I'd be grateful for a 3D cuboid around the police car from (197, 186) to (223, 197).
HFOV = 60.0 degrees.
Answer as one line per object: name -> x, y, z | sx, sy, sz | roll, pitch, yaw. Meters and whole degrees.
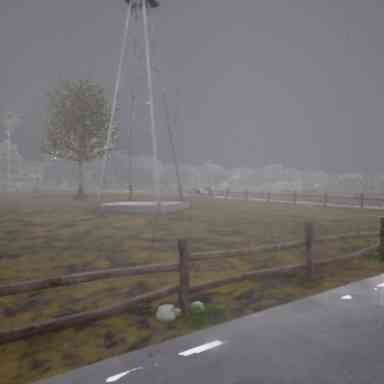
police car -> 2.919, -0.098, 53.132 | 2.038, 1.542, 4.974 | -1, 3, -36
